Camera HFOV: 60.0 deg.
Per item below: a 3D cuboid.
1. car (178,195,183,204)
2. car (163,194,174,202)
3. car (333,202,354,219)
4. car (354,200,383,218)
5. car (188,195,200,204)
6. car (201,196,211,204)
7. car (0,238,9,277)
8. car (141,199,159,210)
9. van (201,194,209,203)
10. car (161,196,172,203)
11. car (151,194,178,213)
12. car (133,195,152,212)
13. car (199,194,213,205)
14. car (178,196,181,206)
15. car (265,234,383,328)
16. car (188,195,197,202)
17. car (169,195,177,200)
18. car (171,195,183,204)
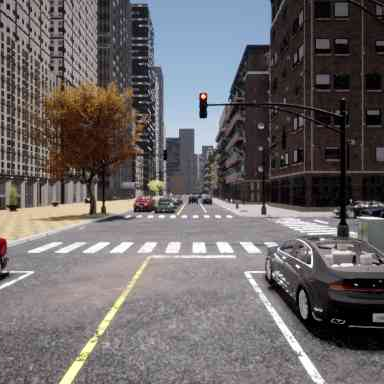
[{"bbox_3d":[-2.959,1.529,55.291,2.128,1.511,4.902,0,0,0],"label":"car"},{"bbox_3d":[-5.508,1.386,77.973,2.192,1.841,5.009,0,0,0],"label":"car"},{"bbox_3d":[13.487,1.350,26.286,4.403,1.369,2.008,-1,1,0],"label":"car"},{"bbox_3d":[14.936,1.327,23.691,5.357,1.411,2.033,-1,0,3],"label":"car"},{"bbox_3d":[0.256,1.549,65.687,1.837,1.490,4.892,0,-2,0],"label":"car"},{"bbox_3d":[2.847,1.578,67.077,1.752,1.417,4.829,0,0,0],"label":"car"},{"bbox_3d":[-5.675,1.545,6.925,1.887,1.381,4.507,0,0,0],"label":"car"},{"bbox_3d":[-5.586,1.592,44.836,1.947,1.339,4.313,0,0,0],"label":"car"},{"bbox_3d":[2.860,1.402,72.431,1.690,1.788,3.998,0,0,0],"label":"van"},{"bbox_3d":[-5.521,1.627,72.451,1.947,1.339,4.313,0,0,0],"label":"car"},{"bbox_3d":[-2.985,1.371,36.995,2.097,1.767,4.553,0,0,-1],"label":"car"},{"bbox_3d":[-5.600,1.336,39.313,2.192,1.841,5.009,0,0,0],"label":"car"},{"bbox_3d":[2.834,1.611,61.384,1.947,1.339,4.313,0,0,0],"label":"car"},{"bbox_3d":[-2.990,1.629,45.979,1.895,1.301,4.718,0,0,0],"label":"car"},{"bbox_3d":[2.705,1.551,6.905,2.008,1.369,4.403,0,0,0],"label":"car"},{"bbox_3d":[0.186,1.597,78.875,2.128,1.511,4.902,0,0,0],"label":"car"},{"bbox_3d":[-5.469,1.654,94.542,2.008,1.369,4.403,0,0,0],"label":"car"},{"bbox_3d":[-2.889,1.402,65.096,2.097,1.767,4.553,0,0,1],"label":"car"}]
